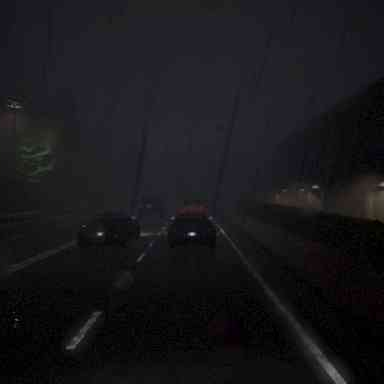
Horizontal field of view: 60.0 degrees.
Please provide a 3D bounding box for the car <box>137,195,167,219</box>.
[{"bbox_3d":[-3.500,1.258,29.680,2.150,2.045,5.566,0,0,0],"label":"car"}]

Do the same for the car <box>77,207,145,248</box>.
[{"bbox_3d":[-3.500,1.572,14.650,1.994,1.385,4.181,0,0,0],"label":"car"}]

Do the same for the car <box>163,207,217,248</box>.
[{"bbox_3d":[0.000,1.572,14.650,1.994,1.385,4.181,0,0,0],"label":"car"}]

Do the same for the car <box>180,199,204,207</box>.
[{"bbox_3d":[0.000,1.366,29.620,2.097,1.767,4.553,0,0,0],"label":"car"}]

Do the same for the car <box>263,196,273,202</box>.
[{"bbox_3d":[19.156,1.583,78.078,4.718,1.301,1.895,0,0,-26],"label":"car"}]
